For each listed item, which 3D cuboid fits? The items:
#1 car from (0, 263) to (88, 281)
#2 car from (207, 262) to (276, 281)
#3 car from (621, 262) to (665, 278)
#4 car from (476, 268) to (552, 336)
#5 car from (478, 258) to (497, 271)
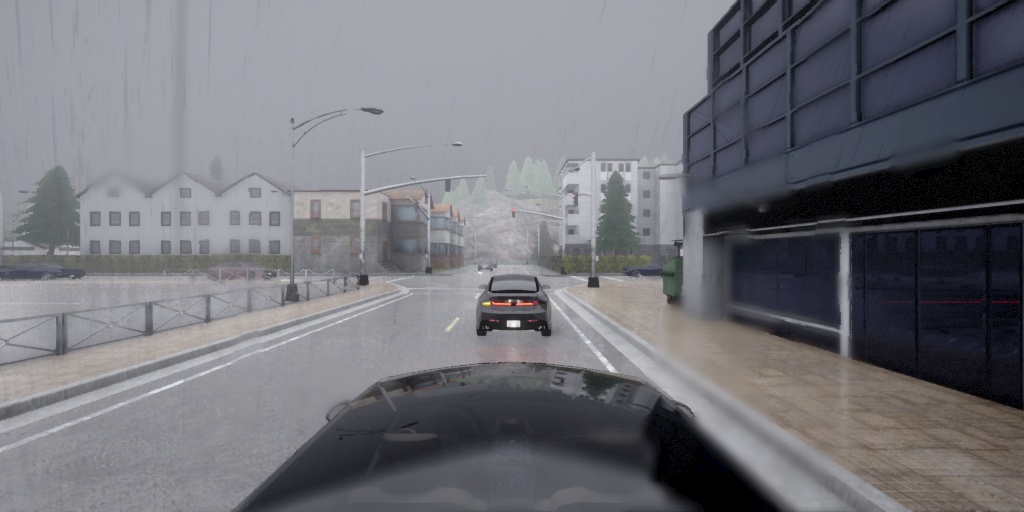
[{"bbox_3d":[-34.772,1.174,26.605,4.718,1.301,1.895,0,0,0],"label":"car"},{"bbox_3d":[-19.885,1.138,26.526,4.181,1.385,1.994,0,0,0],"label":"car"},{"bbox_3d":[11.740,1.174,30.137,4.718,1.301,1.895,0,0,1],"label":"car"},{"bbox_3d":[0.069,1.255,10.365,1.837,1.490,4.892,0,0,1],"label":"car"},{"bbox_3d":[-3.509,1.241,48.334,2.128,1.511,4.902,0,0,0],"label":"car"}]
